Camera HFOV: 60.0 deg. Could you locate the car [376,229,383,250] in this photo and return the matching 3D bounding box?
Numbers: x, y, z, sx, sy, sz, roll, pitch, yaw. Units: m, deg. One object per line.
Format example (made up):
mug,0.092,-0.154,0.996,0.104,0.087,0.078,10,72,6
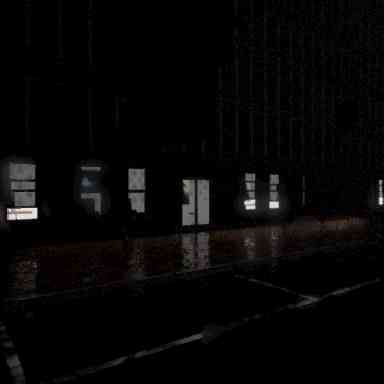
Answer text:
car,8.819,1.541,12.851,4.403,1.369,2.008,0,0,-36
